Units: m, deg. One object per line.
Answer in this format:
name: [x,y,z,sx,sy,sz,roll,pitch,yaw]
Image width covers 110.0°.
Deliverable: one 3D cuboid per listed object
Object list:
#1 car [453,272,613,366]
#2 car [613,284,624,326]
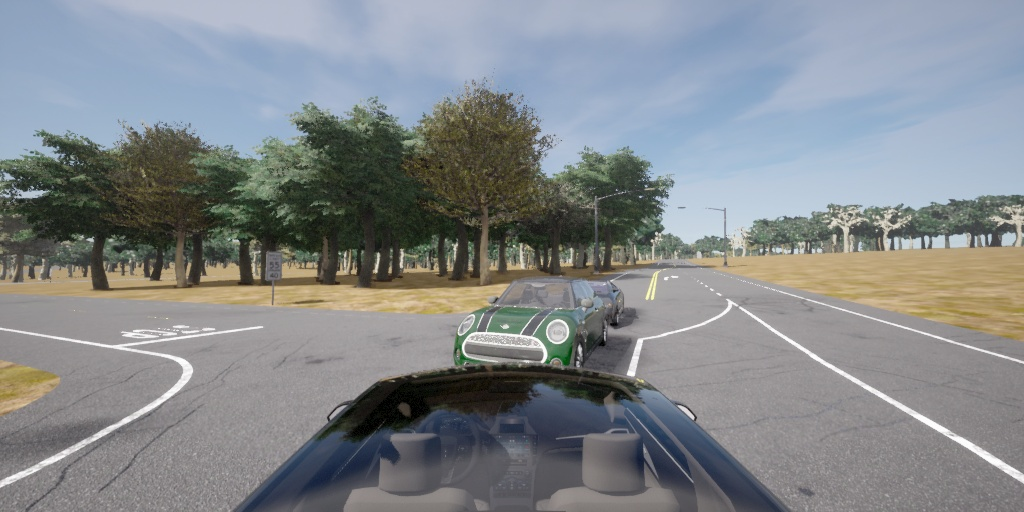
car: [0.674,1.222,7.484,2.097,1.767,4.553,-1,-2,22]
car: [2.895,1.555,12.918,1.994,1.385,4.181,-2,0,22]
